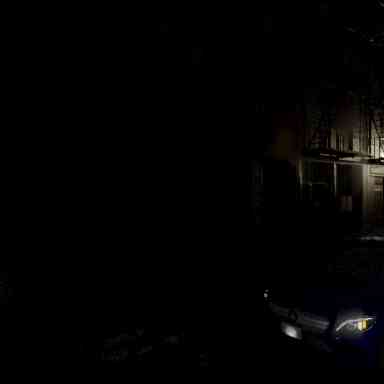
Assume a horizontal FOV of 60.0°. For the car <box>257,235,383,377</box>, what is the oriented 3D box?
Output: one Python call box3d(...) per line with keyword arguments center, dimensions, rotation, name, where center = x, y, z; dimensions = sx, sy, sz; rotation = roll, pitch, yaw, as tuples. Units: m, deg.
box3d(center=(3.177, 1.525, 5.630), dimensions=(4.674, 1.442, 1.812), rotation=(0, 0, -35), name="car")
